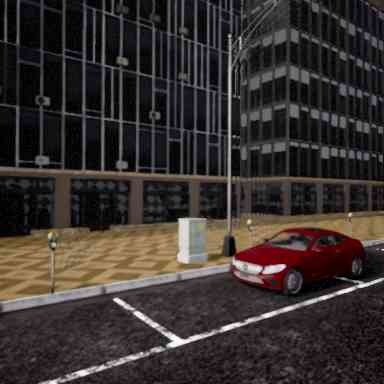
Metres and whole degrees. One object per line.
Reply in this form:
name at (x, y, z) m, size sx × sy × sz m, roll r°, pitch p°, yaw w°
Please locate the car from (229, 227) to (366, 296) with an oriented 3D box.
car at (2.878, 1.599, 8.611) m, size 4.206 × 1.307 × 1.802 m, roll 0°, pitch 0°, yaw -36°
